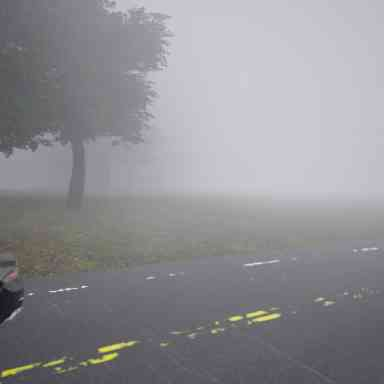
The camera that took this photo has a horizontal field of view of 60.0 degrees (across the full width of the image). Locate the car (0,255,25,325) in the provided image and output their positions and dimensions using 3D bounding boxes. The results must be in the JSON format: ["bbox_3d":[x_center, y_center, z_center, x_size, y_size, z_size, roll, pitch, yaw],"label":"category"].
[{"bbox_3d":[-4.894,1.492,4.287,4.902,1.511,2.128,0,0,-32],"label":"car"}]
